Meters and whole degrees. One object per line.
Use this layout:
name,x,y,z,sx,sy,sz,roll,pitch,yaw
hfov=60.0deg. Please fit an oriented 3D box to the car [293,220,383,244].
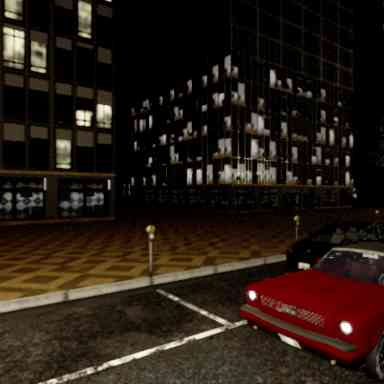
car,4.701,1.566,9.910,4.313,1.339,1.947,0,0,-35

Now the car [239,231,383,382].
car,3.048,1.601,5.552,4.718,1.301,1.895,0,0,-35
